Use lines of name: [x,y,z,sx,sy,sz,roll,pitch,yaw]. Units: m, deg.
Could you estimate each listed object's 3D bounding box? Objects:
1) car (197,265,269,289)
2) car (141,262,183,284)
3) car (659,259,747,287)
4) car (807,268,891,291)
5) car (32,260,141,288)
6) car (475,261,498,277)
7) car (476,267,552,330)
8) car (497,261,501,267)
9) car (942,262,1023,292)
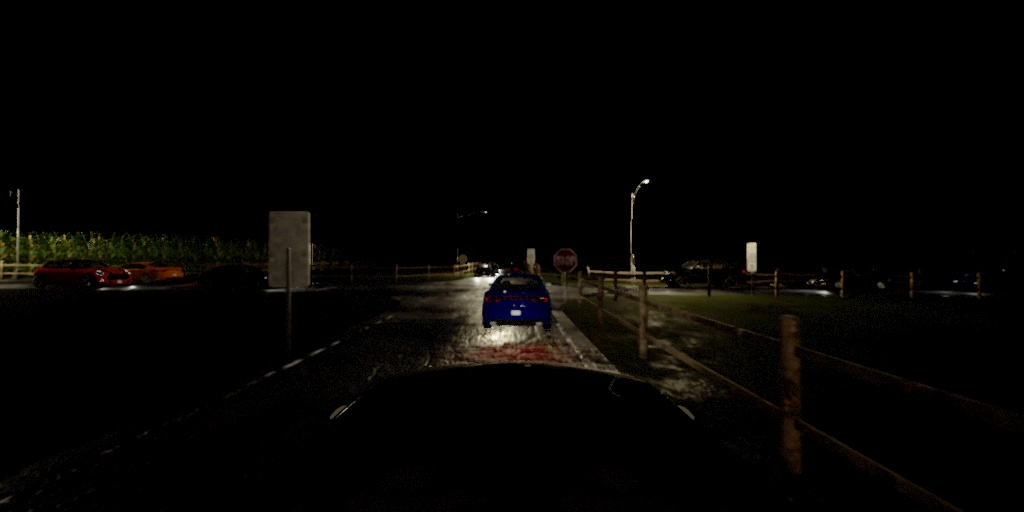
car: [-17.070,1.284,22.574,4.674,1.442,1.812,0,0,1]
car: [-26.516,1.171,25.602,5.008,1.535,1.882,0,0,1]
car: [13.353,1.232,25.248,5.566,2.045,2.150,0,0,1]
car: [23.511,1.602,25.131,4.892,1.490,1.837,1,0,1]
car: [-27.003,1.032,22.676,4.553,1.767,2.097,0,0,1]
car: [-2.842,1.537,38.595,1.994,1.385,4.181,0,0,1]
car: [0.242,1.287,11.452,1.882,1.535,5.008,0,0,3]
car: [-2.836,1.540,48.806,1.837,1.490,4.892,0,0,0]
car: [33.715,1.412,25.026,5.566,2.045,2.150,1,0,1]
